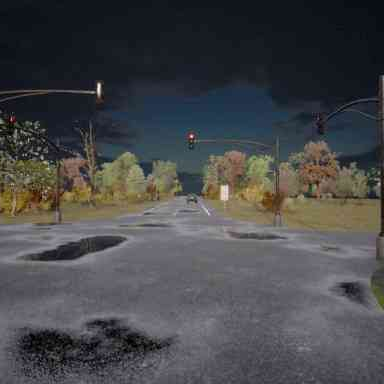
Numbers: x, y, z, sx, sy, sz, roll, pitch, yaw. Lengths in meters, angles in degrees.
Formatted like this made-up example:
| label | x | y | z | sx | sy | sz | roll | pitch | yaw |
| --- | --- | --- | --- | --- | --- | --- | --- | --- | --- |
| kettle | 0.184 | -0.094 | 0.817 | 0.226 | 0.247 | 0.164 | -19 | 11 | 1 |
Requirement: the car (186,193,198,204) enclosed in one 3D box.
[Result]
| label | x | y | z | sx | sy | sz | roll | pitch | yaw |
| --- | --- | --- | --- | --- | --- | --- | --- | --- | --- |
| car | -0.012 | 1.293 | 67.602 | 2.150 | 2.045 | 5.566 | 0 | 0 | 0 |

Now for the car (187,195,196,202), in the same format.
| label | x | y | z | sx | sy | sz | roll | pitch | yaw |
| --- | --- | --- | --- | --- | --- | --- | --- | --- | --- |
| car | -0.015 | 1.465 | 77.993 | 2.033 | 1.411 | 5.357 | 0 | 0 | 0 |
